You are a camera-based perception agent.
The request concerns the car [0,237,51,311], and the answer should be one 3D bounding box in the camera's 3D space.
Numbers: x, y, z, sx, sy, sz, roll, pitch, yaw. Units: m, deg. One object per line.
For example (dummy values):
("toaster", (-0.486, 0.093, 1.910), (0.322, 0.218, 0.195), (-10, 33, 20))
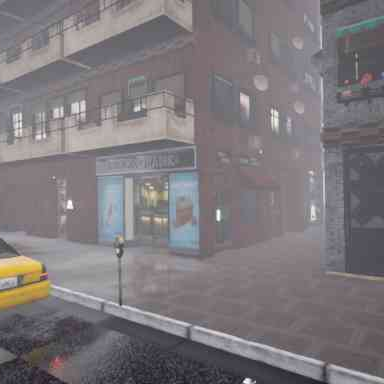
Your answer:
("car", (-5.090, 1.458, 6.887), (5.366, 1.575, 1.801), (0, 0, 36))
